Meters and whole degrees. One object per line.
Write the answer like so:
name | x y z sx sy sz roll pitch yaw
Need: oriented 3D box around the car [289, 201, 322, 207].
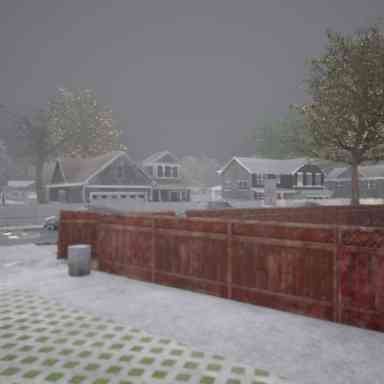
car | 10.571 1.678 31.604 4.892 1.490 1.837 0 0 -33

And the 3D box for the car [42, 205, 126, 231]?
car | -6.254 1.570 19.828 4.892 1.490 1.837 0 0 -37

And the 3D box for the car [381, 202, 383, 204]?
car | 24.088 1.661 39.959 4.553 1.767 2.097 0 0 -30

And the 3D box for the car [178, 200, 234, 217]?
car | 1.150 1.466 25.199 4.553 1.767 2.097 0 0 -35
